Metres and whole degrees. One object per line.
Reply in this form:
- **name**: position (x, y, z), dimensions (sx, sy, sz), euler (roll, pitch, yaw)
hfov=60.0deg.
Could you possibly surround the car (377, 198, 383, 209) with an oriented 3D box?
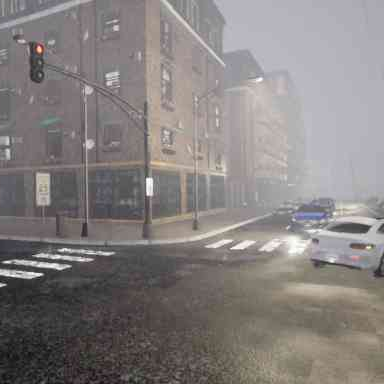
- **car**: position (17.710, 1.386, 29.162), dimensions (1.802, 1.307, 4.206), euler (-1, 0, 24)

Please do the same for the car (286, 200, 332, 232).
- **car**: position (6.789, 1.430, 18.914), dimensions (1.812, 1.442, 4.674), euler (0, 0, 24)

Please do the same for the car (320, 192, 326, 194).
- **car**: position (24.021, 1.189, 63.771), dimensions (1.967, 1.590, 4.097), euler (-1, 0, 24)

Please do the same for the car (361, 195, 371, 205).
- **car**: position (27.022, 1.272, 49.959), dimensions (2.008, 1.369, 4.403), euler (-1, 0, 24)

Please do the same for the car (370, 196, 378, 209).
- **car**: position (20.038, 1.333, 34.362), dimensions (2.008, 1.369, 4.403), euler (-1, 0, 24)

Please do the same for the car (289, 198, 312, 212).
- **car**: position (12.385, 1.398, 37.775), dimensions (2.008, 1.369, 4.403), euler (-1, 0, 24)

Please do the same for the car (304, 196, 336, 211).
- **car**: position (10.634, 1.358, 27.449), dimensions (2.128, 1.511, 4.902), euler (0, 0, 24)

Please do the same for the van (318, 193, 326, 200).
- **van**: position (31.004, 1.040, 79.369), dimensions (1.690, 1.788, 3.998), euler (-1, 0, 24)

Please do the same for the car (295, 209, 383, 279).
- **car**: position (5.106, 1.421, 9.753), dimensions (4.674, 1.442, 1.812), euler (0, 1, -43)

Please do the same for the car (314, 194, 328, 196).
- **car**: position (14.756, 1.305, 36.706), dimensions (1.882, 1.535, 5.008), euler (0, 0, 24)

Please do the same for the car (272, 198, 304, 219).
- **car**: position (7.728, 1.443, 27.376), dimensions (2.008, 1.369, 4.403), euler (-1, 0, 24)

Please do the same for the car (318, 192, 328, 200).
- **car**: position (33.330, 0.998, 84.567), dimensions (2.192, 1.841, 5.009), euler (-1, 0, 24)
